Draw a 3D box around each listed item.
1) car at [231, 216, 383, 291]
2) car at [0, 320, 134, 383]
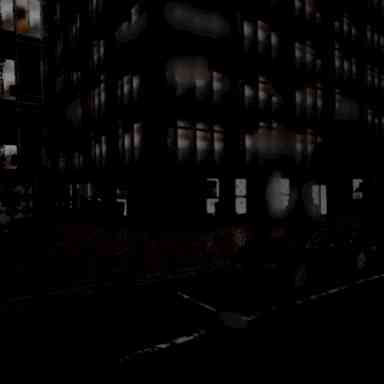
[{"bbox_3d":[2.959,1.470,8.685,4.403,1.369,2.008,-1,0,-36],"label":"car"},{"bbox_3d":[-2.332,1.575,1.719,4.181,1.385,1.994,-1,0,-36],"label":"car"}]
